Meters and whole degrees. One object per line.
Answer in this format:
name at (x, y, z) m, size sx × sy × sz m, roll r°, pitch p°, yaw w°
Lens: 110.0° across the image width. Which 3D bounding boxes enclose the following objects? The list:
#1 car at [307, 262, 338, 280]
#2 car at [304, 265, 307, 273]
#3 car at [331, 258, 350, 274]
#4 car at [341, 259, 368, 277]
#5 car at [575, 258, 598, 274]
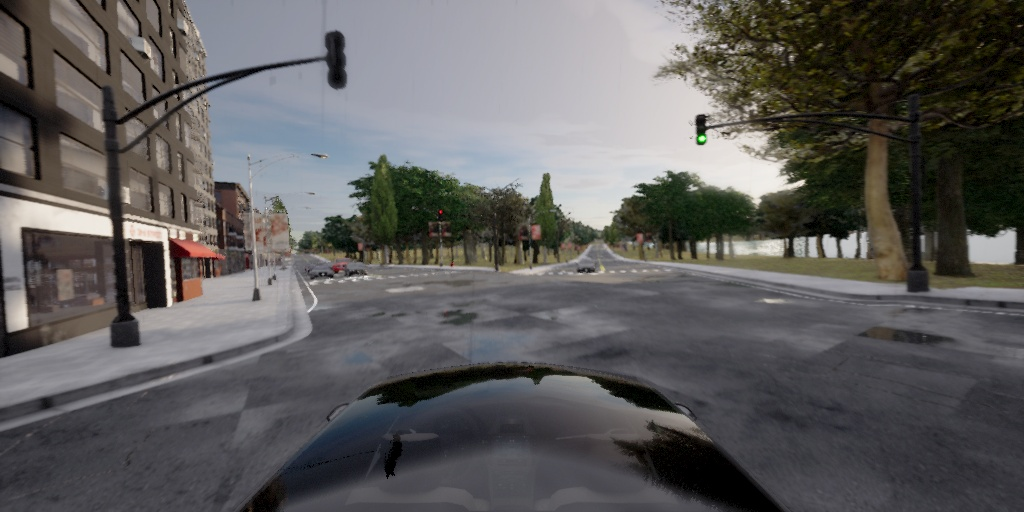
car at (-19.226, 1.605, 36.212) m, size 1.994 × 1.385 × 4.181 m, roll -3°, pitch 1°, yaw -31°
car at (-24.795, 1.792, 45.306) m, size 1.895 × 1.301 × 4.718 m, roll -3°, pitch 1°, yaw -31°
car at (-22.465, 1.260, 47.709) m, size 2.150 × 2.045 × 5.566 m, roll -3°, pitch 1°, yaw -31°
car at (-16.776, 1.388, 38.429) m, size 1.837 × 1.490 × 4.892 m, roll -3°, pitch 1°, yaw -31°
car at (7.574, 1.006, 36.352) m, size 1.837 × 1.490 × 4.892 m, roll -2°, pitch 1°, yaw 13°
